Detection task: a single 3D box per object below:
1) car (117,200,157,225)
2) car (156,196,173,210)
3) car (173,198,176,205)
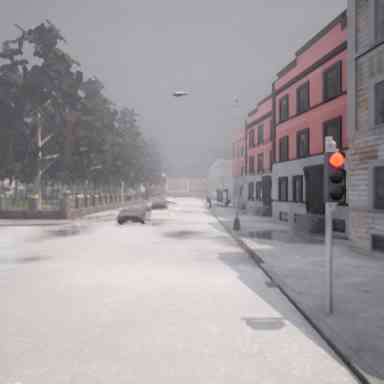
[{"bbox_3d":[-4.072,1.536,24.378,2.033,1.411,5.357,0,0,0],"label":"car"},{"bbox_3d":[-4.044,1.528,43.101,2.033,1.411,5.357,0,0,0],"label":"car"},{"bbox_3d":[-3.998,1.499,59.435,1.812,1.442,4.674,0,0,0],"label":"car"}]
